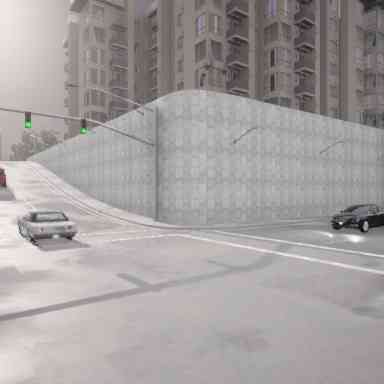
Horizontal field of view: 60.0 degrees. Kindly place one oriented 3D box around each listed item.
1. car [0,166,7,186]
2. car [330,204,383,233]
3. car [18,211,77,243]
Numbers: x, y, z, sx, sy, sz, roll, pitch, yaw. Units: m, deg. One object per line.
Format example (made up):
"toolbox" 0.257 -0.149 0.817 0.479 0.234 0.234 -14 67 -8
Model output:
"car" -21.776 -1.894 36.510 2.150 2.045 5.566 0 12 -36
"car" 10.267 1.505 19.936 4.892 1.490 1.837 0 0 -36
"car" -7.229 1.581 16.295 1.895 1.301 4.718 0 2 -36
